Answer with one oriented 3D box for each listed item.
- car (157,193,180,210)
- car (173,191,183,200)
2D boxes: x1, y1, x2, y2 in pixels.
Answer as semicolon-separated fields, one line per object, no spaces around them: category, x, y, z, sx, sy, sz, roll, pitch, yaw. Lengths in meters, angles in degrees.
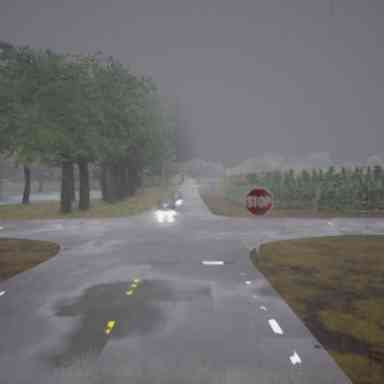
car;-2.754;1.197;36.834;2.128;1.511;4.902;0;2;0
car;-2.756;0.562;61.376;2.128;1.511;4.902;0;2;0
